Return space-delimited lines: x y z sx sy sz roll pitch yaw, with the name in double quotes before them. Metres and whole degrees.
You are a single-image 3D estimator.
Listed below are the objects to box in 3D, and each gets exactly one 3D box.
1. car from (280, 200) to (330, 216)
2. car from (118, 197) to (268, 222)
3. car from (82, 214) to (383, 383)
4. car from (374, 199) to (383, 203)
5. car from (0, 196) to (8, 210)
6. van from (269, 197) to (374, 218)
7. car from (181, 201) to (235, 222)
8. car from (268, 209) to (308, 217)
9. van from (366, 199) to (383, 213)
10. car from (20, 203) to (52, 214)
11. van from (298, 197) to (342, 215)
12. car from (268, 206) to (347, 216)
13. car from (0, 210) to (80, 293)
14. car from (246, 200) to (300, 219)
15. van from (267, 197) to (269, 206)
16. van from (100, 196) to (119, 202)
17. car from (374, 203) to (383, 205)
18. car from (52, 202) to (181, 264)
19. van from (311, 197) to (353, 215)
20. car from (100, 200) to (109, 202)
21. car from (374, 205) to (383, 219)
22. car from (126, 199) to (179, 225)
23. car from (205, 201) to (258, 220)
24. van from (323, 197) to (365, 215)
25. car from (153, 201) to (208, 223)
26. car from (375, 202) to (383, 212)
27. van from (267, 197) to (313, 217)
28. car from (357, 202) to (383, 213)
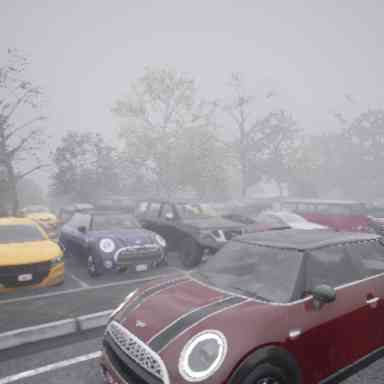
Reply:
"car" 12.568 1.769 37.266 2.097 1.535 5.008 1 0 -35
"car" -0.303 1.265 12.003 2.435 2.045 5.566 1 0 -35
"car" 1.159 1.369 4.509 4.553 1.767 2.097 0 0 -35
"car" 21.498 1.778 43.585 2.435 2.045 5.566 2 -1 -35
"car" -12.261 1.218 19.614 2.435 2.045 5.566 0 0 -35
"van" 6.396 1.374 16.952 1.878 1.987 4.442 1 0 -35
"car" 1.292 1.630 29.225 2.097 1.535 5.008 1 0 -35
"car" 1.923 1.574 13.659 2.163 1.488 4.792 1 0 -35
"van" 28.181 2.021 48.521 1.878 1.987 4.442 2 -1 -35
"car" -9.884 1.489 21.045 1.946 1.575 5.366 1 0 -35
"van" 14.775 1.586 38.689 1.878 1.987 4.442 1 -1 -35
"car" 4.199 1.612 15.247 2.002 1.452 4.674 1 0 -35
"car" -4.845 1.470 8.812 2.097 1.535 5.008 1 0 -35
"car" 8.166 1.711 33.900 1.946 1.575 5.366 1 0 -35
"van" 5.736 1.460 32.539 1.878 1.987 4.442 1 0 -35
"van" -5.546 1.320 24.505 1.878 1.987 4.442 1 0 -35
"car" 13.262 1.714 21.661 2.163 1.488 4.792 1 0 -35
"car" -2.596 1.365 10.443 2.185 1.767 4.553 1 0 -35
"van" 17.004 1.661 40.562 1.878 1.987 4.442 2 -1 -35
"car" -7.734 1.519 22.796 2.231 1.521 4.892 1 0 -35
"car" 8.721 1.628 18.470 2.097 1.535 5.008 1 0 -35
"car" -3.205 1.448 25.990 2.185 1.767 4.553 1 0 -35
"car" 3.549 1.659 30.831 2.231 1.521 4.892 1 0 -35
"van" 19.158 1.731 42.096 1.878 1.987 4.442 2 -1 -35
"car" -1.067 1.600 27.545 2.097 1.535 5.008 1 0 -35
"car" 30.497 2.359 50.031 2.002 1.452 4.674 2 -1 -35
"van" 10.384 1.516 35.562 1.878 1.987 4.442 1 0 -35
"car" 26.091 2.217 46.887 2.002 1.452 4.674 2 -1 -35
